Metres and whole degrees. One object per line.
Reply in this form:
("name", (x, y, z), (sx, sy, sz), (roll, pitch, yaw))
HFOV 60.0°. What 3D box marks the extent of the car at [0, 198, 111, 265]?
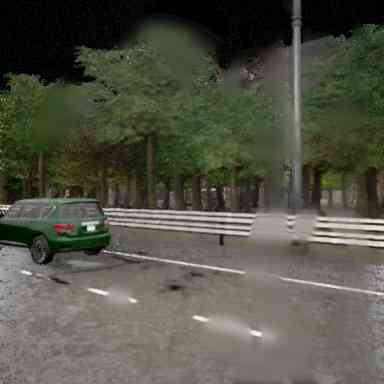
("car", (-5.343, 1.240, 11.980), (5.566, 2.045, 2.150), (0, 0, 36))
